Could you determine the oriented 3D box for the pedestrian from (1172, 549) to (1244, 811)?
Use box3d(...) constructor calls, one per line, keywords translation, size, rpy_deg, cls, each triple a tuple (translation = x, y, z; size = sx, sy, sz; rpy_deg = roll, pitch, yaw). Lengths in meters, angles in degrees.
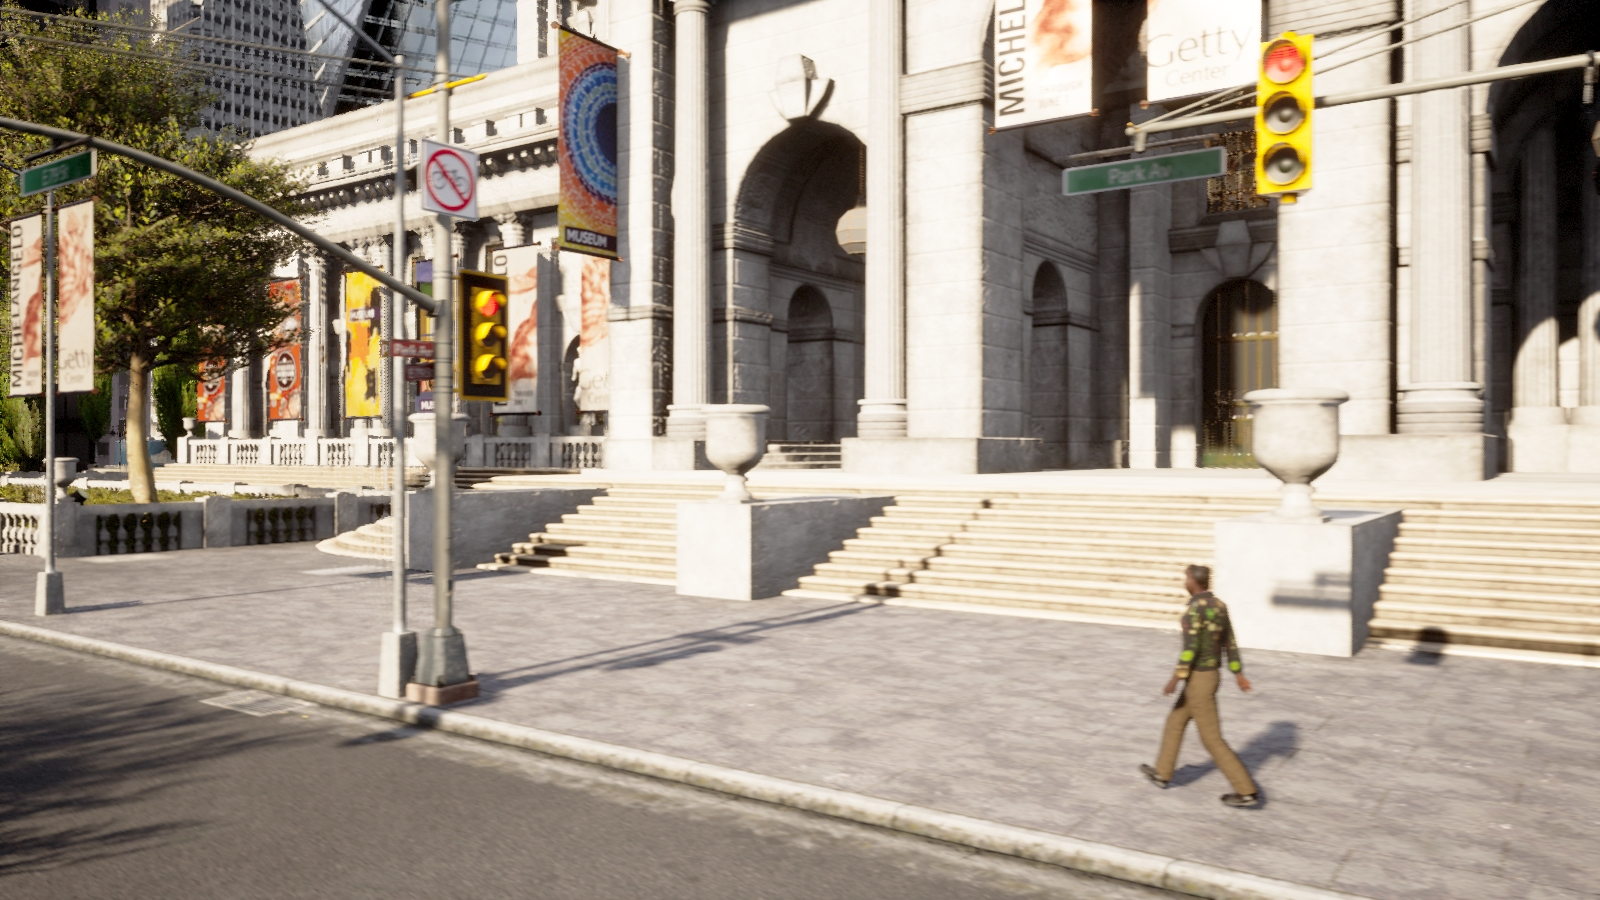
box3d(translation=(3.066, 1.696, 8.584), size=(0.375, 1.860, 0.375), rpy_deg=(0, 0, -44), cls="pedestrian")
